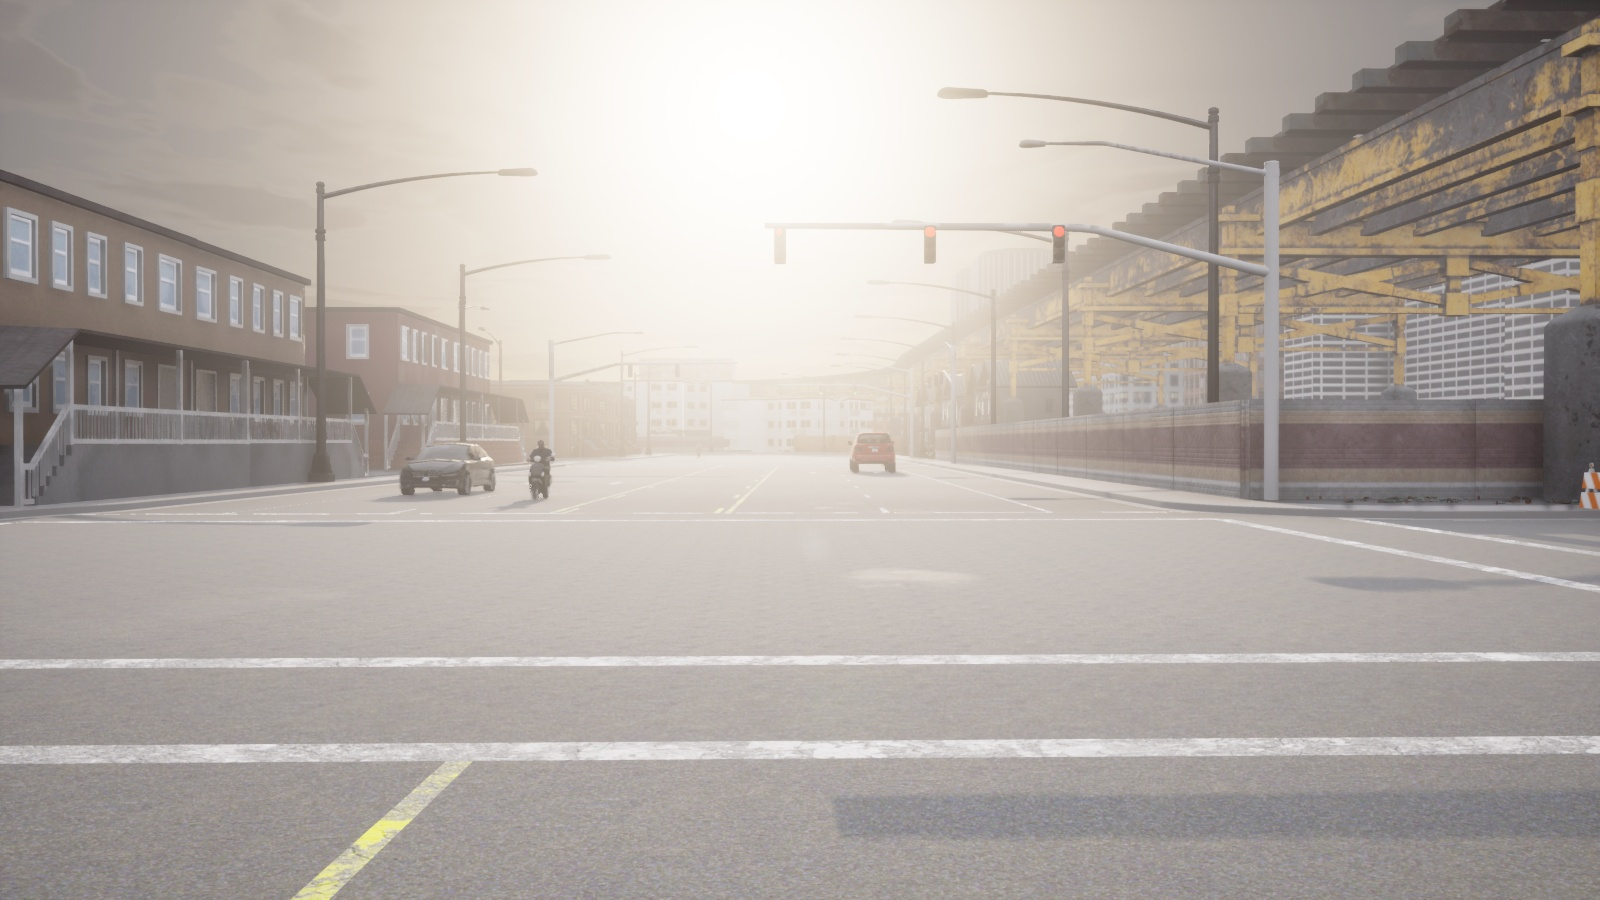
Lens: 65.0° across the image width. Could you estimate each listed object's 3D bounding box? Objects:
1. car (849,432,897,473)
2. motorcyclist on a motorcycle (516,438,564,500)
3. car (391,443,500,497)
[{"bbox_3d":[3.708,0.102,64.924,2.150,2.045,5.566,0,0,0],"label":"car"},{"bbox_3d":[-6.884,0.505,33.328,0.866,1.590,1.817,0,-1,0],"label":"motorcyclist on a motorcycle"},{"bbox_3d":[-10.373,0.533,37.156,1.837,1.490,4.892,0,0,0],"label":"car"}]
